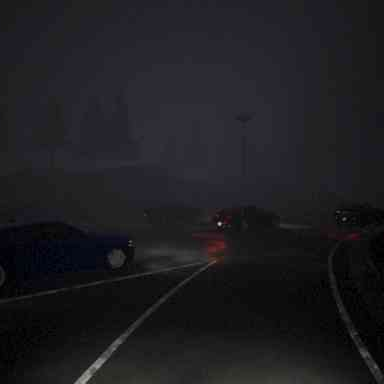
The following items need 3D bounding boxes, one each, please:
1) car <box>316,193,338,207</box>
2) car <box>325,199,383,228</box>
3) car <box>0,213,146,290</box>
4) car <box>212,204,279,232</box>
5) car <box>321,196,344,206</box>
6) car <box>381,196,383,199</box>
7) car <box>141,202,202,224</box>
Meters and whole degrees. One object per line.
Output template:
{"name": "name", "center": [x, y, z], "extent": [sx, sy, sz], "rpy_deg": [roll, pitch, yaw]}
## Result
{"name": "car", "center": [20.481, 1.219, 49.124], "extent": [5.566, 2.045, 2.150], "rpy_deg": [0, 0, -41]}
{"name": "car", "center": [11.406, 1.490, 22.491], "extent": [4.902, 1.511, 2.128], "rpy_deg": [0, 0, -41]}
{"name": "car", "center": [-3.943, 1.477, 8.988], "extent": [5.008, 1.535, 1.882], "rpy_deg": [0, 0, -41]}
{"name": "car", "center": [3.345, 1.503, 20.062], "extent": [4.892, 1.490, 1.837], "rpy_deg": [0, 0, -41]}
{"name": "car", "center": [19.568, 1.545, 43.658], "extent": [5.357, 1.411, 2.033], "rpy_deg": [0, 0, -41]}
{"name": "car", "center": [24.379, 1.219, 38.568], "extent": [5.566, 2.045, 2.150], "rpy_deg": [0, 0, -41]}
{"name": "car", "center": [-1.456, 1.476, 25.161], "extent": [5.008, 1.535, 1.882], "rpy_deg": [0, 0, -41]}
